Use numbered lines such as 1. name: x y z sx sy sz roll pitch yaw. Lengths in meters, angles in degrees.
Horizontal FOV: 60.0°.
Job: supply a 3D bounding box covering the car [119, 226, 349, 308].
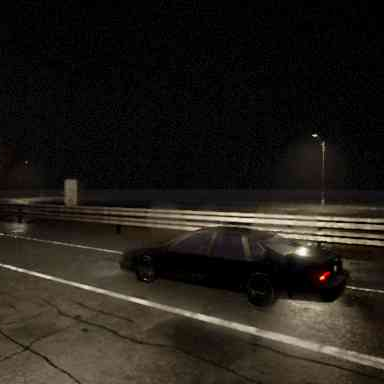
1. car: 0.727 1.538 7.900 5.357 1.411 2.033 0 0 34
